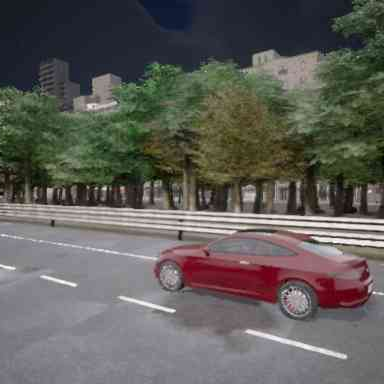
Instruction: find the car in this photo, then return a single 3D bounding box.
[{"bbox_3d":[1.283,1.528,7.252,4.674,1.442,1.812,0,0,35],"label":"car"}]
